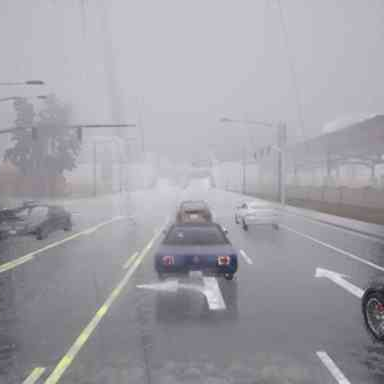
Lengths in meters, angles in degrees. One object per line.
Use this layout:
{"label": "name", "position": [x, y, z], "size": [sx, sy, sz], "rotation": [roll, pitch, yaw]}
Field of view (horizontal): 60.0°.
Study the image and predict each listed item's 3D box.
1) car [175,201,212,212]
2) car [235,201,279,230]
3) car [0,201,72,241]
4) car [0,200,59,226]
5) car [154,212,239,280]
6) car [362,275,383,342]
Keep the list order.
{"label": "car", "position": [0.087, 1.228, 18.915], "size": [2.163, 1.488, 4.792], "rotation": [0, 1, -1]}
{"label": "car", "position": [3.591, 1.256, 18.814], "size": [1.812, 1.442, 4.674], "rotation": [0, 1, 0]}
{"label": "car", "position": [-7.074, 1.305, 15.470], "size": [1.812, 1.442, 4.674], "rotation": [0, 1, 0]}
{"label": "car", "position": [-10.528, 1.281, 21.538], "size": [1.895, 1.301, 4.718], "rotation": [0, 1, 0]}
{"label": "car", "position": [0.095, 1.480, 9.500], "size": [1.895, 1.301, 4.718], "rotation": [0, 1, 0]}
{"label": "car", "position": [3.611, 1.487, 3.362], "size": [1.812, 1.442, 4.674], "rotation": [0, 1, 0]}
